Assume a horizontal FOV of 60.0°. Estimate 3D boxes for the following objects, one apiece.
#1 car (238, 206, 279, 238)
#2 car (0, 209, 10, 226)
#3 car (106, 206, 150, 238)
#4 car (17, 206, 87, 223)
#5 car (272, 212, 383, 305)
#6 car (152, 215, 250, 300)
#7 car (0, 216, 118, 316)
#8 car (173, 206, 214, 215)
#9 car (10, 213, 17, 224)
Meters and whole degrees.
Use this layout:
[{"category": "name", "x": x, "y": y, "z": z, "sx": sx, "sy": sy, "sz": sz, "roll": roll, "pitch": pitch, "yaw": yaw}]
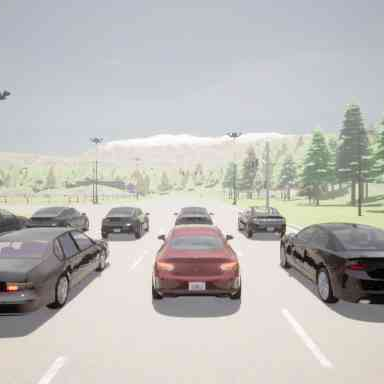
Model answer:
[{"category": "car", "x": 3.595, "y": 1.492, "z": 17.678, "sx": 2.128, "sy": 1.511, "sz": 4.902, "roll": 0, "pitch": 0, "yaw": 0}, {"category": "car", "x": -6.907, "y": 1.221, "z": 7.695, "sx": 2.150, "sy": 2.045, "sz": 5.566, "roll": 0, "pitch": 0, "yaw": 0}, {"category": "car", "x": -3.406, "y": 1.505, "z": 17.524, "sx": 1.837, "sy": 1.490, "sz": 4.892, "roll": 0, "pitch": 0, "yaw": 0}, {"category": "car", "x": -6.906, "y": 1.505, "z": 17.535, "sx": 1.837, "sy": 1.490, "sz": 4.892, "roll": 0, "pitch": 0, "yaw": 0}, {"category": "car", "x": 3.599, "y": 1.478, "z": 8.187, "sx": 1.882, "sy": 1.535, "sz": 5.008, "roll": 0, "pitch": 0, "yaw": 0}, {"category": "car", "x": 0.095, "y": 1.526, "z": 8.278, "sx": 1.812, "sy": 1.442, "sz": 4.674, "roll": 0, "pitch": 0, "yaw": 0}, {"category": "car", "x": -3.405, "y": 1.547, "z": 7.782, "sx": 2.033, "sy": 1.411, "sz": 5.357, "roll": 0, "pitch": 0, "yaw": 0}, {"category": "car", "x": 0.094, "y": 1.505, "z": 17.523, "sx": 1.837, "sy": 1.490, "sz": 4.892, "roll": 0, "pitch": 0, "yaw": 0}, {"category": "car", "x": -10.406, "y": 1.547, "z": 17.035, "sx": 2.033, "sy": 1.411, "sz": 5.357, "roll": 0, "pitch": 0, "yaw": 0}]
